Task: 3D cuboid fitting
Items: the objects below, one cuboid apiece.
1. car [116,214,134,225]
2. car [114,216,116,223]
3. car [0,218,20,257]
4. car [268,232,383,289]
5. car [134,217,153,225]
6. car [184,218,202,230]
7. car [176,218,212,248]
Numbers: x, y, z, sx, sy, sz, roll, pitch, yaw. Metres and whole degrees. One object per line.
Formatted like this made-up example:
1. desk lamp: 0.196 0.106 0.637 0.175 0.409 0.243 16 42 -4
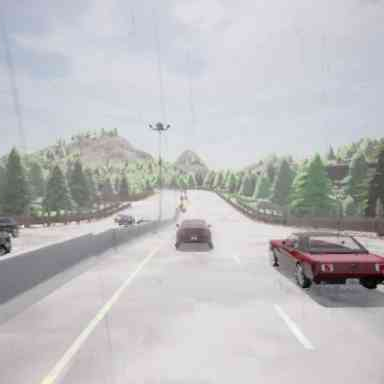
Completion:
1. car: -10.521 4.489 54.441 2.097 1.767 4.553 0 -4 1
2. car: -13.989 5.117 65.607 2.097 1.767 4.553 0 -3 0
3. car: -7.096 1.698 9.449 2.128 1.511 4.902 0 -2 0
4. car: 3.602 1.807 9.669 1.895 1.301 4.718 0 -2 0
5. car: -7.042 4.458 50.308 1.895 1.301 4.718 0 -4 1
6. car: 0.108 3.694 39.041 1.895 1.301 4.718 0 -4 0
7. car: 0.104 2.198 18.207 1.812 1.442 4.674 0 -4 0
